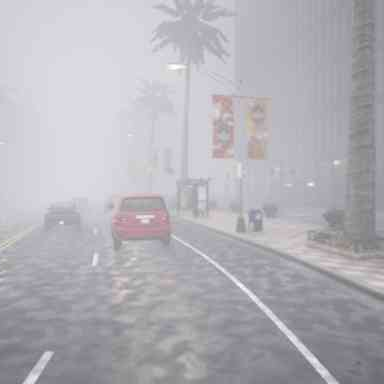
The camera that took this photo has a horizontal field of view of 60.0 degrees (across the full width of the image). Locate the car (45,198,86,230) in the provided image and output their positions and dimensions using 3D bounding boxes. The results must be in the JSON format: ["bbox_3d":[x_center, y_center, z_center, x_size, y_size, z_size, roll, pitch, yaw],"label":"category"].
[{"bbox_3d":[-7.489,1.336,19.738,1.837,1.490,4.892,0,1,-16],"label":"car"}]

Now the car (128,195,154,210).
[{"bbox_3d":[-5.849,1.133,37.343,2.231,1.521,4.892,0,1,-16],"label":"car"}]

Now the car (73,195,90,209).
[{"bbox_3d":[-13.119,1.138,39.076,1.882,1.535,5.008,0,1,-16],"label":"car"}]

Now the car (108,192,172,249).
[{"bbox_3d":[-2.311,1.088,14.199,2.150,2.045,5.566,0,1,-15],"label":"car"}]

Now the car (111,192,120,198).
[{"bbox_3d":[-19.996,0.730,86.658,2.161,1.482,4.786,0,1,-16],"label":"car"}]

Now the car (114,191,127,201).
[{"bbox_3d":[-14.115,0.758,65.529,2.185,1.767,4.553,0,1,-16],"label":"car"}]

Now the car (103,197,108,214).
[{"bbox_3d":[-7.370,1.063,31.887,2.097,1.767,4.553,0,1,-16],"label":"car"}]
